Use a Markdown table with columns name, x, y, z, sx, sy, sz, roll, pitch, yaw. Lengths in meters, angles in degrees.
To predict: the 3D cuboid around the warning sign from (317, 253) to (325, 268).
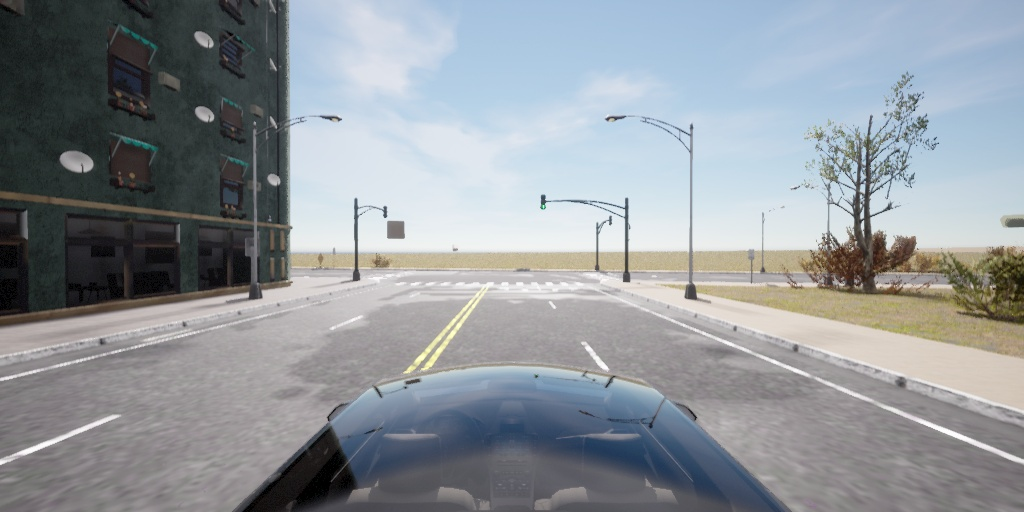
| name | x | y | z | sx | sy | sz | roll | pitch | yaw |
| --- | --- | --- | --- | --- | --- | --- | --- | --- | --- |
| warning sign | -23.468 | 0.561 | 43.935 | 1.060 | 1.860 | 1.300 | 0 | 0 | 1 |
